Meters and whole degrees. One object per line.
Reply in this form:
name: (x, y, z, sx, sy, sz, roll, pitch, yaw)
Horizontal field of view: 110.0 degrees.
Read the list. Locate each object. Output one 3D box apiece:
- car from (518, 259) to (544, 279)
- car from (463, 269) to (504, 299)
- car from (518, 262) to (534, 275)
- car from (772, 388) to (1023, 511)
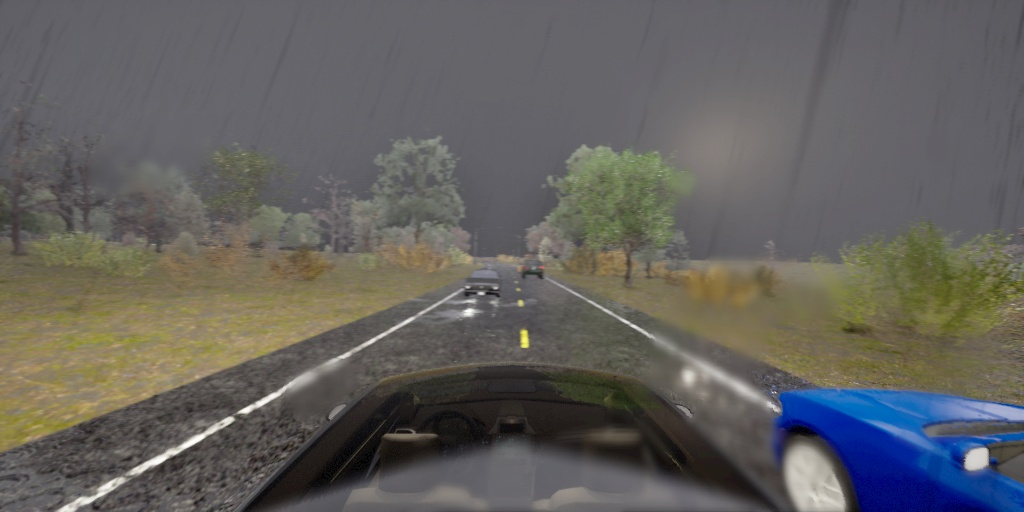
car: (2.135, 1.371, 38.573, 2.150, 2.045, 5.566, 2, 0, -1)
car: (-1.433, 1.411, 19.621, 2.033, 1.411, 5.357, 2, -1, 0)
car: (1.849, 1.710, 49.910, 1.882, 1.535, 5.008, 2, 0, -2)
car: (3.155, 1.331, 1.065, 1.882, 1.535, 5.008, 2, -1, 1)
